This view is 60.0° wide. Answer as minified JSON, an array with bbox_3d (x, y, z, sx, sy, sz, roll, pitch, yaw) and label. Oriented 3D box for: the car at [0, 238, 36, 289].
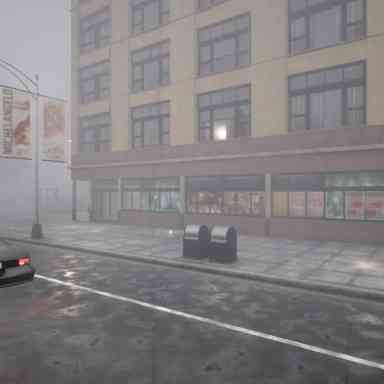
[{"bbox_3d":[-6.000,1.547,8.142,5.357,1.411,2.033,0,0,35],"label":"car"}]
